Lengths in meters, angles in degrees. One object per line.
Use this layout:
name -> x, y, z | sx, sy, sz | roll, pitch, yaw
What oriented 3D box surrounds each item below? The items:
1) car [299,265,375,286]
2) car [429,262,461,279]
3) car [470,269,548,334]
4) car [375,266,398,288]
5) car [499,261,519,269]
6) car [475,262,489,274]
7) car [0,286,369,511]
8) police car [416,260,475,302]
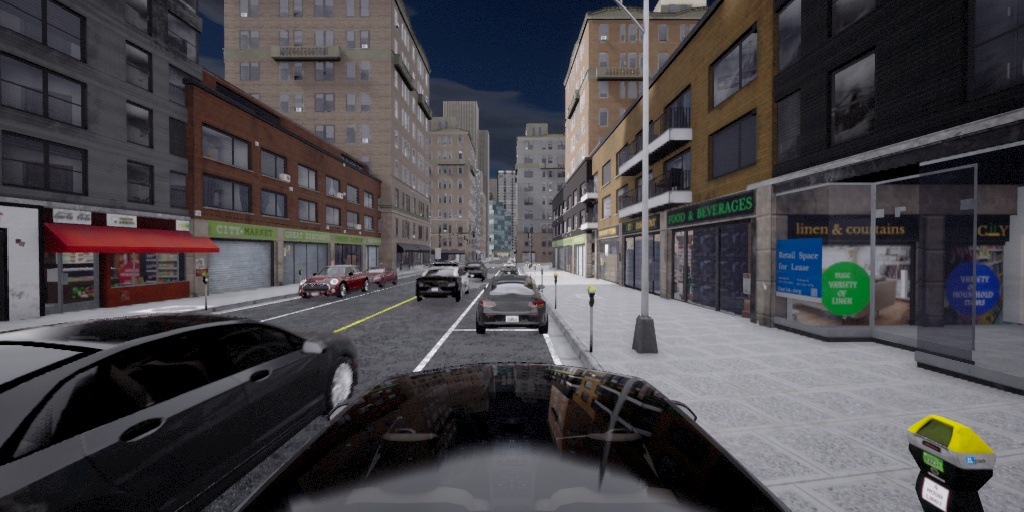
car -> -8.815, 1.185, 18.031 | 1.967, 1.591, 4.097 | 0, 0, 0
car -> -6.236, 1.284, 34.141 | 2.033, 1.411, 5.357 | 0, 0, 0
car -> 0.003, 1.273, 10.502 | 1.812, 1.442, 4.674 | 0, 0, 0
car -> -8.814, 1.325, 23.617 | 1.802, 1.307, 4.207 | 0, 0, 0
car -> -0.273, 1.287, 34.789 | 2.007, 1.370, 4.403 | 0, 0, 0
car -> -3.058, 1.246, 29.896 | 1.837, 1.490, 4.892 | 0, 0, 0
car -> -3.052, 1.255, 3.057 | 1.837, 1.490, 4.892 | 0, 0, 0
police car -> -3.147, 1.171, 17.204 | 1.930, 1.638, 5.238 | 0, 0, 0
